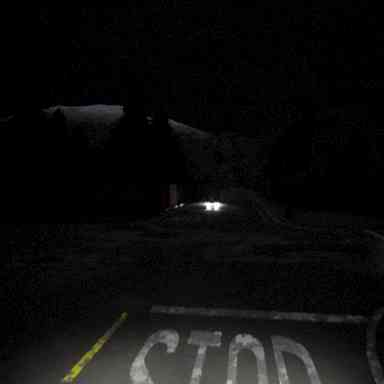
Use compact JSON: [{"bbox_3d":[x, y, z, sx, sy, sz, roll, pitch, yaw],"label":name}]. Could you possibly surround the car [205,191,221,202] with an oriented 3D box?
[{"bbox_3d":[2.851,0.561,44.682,2.128,1.511,4.902,0,1,8],"label":"car"}]
